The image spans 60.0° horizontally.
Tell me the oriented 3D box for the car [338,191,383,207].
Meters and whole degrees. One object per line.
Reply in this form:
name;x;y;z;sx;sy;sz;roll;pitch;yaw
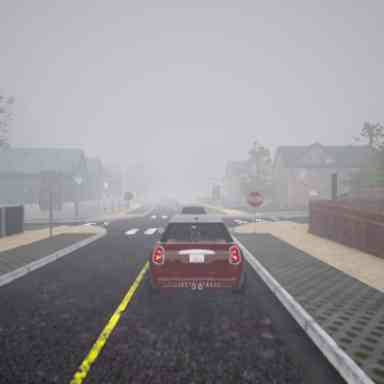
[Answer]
car;12.601;0.949;26.568;5.566;2.045;2.150;-1;-1;0

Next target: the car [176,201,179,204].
car;0.087;1.533;20.158;1.837;1.490;4.892;-1;1;0

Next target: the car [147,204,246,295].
car;0.098;1.371;8.908;2.097;1.767;4.553;0;0;0

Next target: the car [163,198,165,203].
car;-5.831;1.981;79.109;1.812;1.442;4.674;0;-1;-12

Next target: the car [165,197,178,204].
car;-3.949;1.964;69.616;1.994;1.385;4.181;0;-1;-10
